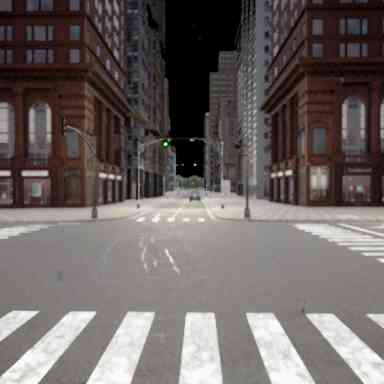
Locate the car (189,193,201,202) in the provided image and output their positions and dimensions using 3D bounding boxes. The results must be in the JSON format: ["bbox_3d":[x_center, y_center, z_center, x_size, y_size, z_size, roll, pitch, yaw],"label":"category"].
[{"bbox_3d":[0.563,0.953,62.889,2.097,1.767,4.553,0,0,1],"label":"car"}]
